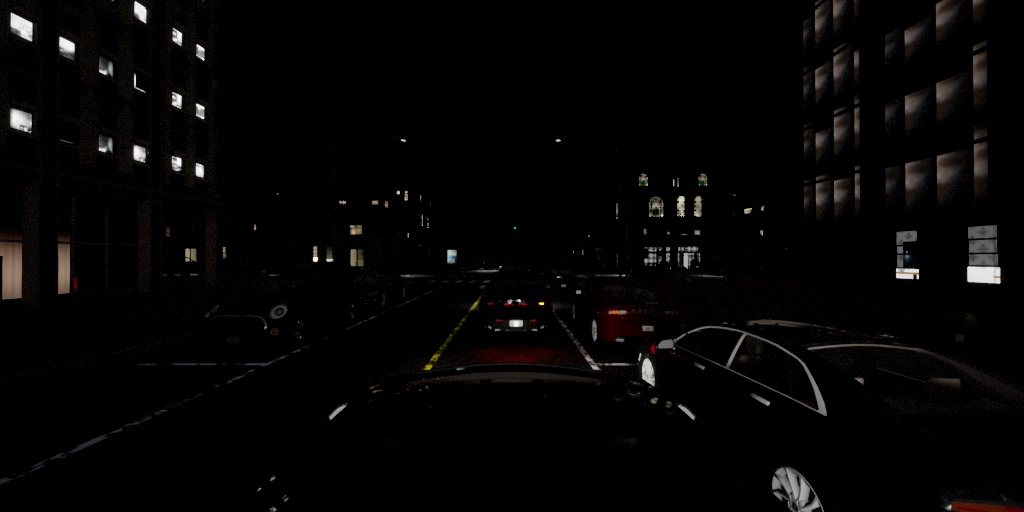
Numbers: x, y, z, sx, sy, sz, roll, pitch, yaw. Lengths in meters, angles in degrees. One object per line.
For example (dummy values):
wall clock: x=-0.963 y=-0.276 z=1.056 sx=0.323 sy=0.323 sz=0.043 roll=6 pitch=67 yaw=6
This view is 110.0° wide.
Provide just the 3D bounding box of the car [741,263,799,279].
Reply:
car: x=23.599 y=1.433 z=32.335 sx=4.207 sy=1.307 sz=1.802 roll=0 pitch=0 yaw=1

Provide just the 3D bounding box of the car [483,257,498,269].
car: x=-3.157 y=1.234 z=53.760 sx=1.882 sy=1.535 sz=5.008 roll=0 pitch=0 yaw=1

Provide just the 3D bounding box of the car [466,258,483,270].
car: x=-5.763 y=1.338 z=53.084 sx=1.802 sy=1.307 sz=4.207 roll=0 pitch=0 yaw=0

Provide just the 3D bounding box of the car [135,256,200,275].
car: x=-30.996 y=0.917 z=33.133 sx=5.009 sy=1.841 sz=2.192 roll=0 pitch=0 yaw=1

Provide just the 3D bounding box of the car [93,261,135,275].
car: x=-36.533 y=1.130 z=33.210 sx=4.403 sy=1.370 sz=2.007 roll=0 pitch=0 yaw=1

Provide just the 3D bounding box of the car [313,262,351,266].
car: x=-16.617 y=1.279 z=35.525 sx=4.718 sy=1.301 sz=1.895 roll=0 pitch=0 yaw=1

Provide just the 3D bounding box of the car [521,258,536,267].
car: x=2.618 y=1.322 z=53.083 sx=1.948 sy=1.339 sz=4.313 roll=0 pitch=0 yaw=0

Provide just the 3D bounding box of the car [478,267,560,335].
car: x=0.088 y=1.257 z=10.475 sx=1.837 sy=1.490 sz=4.892 roll=0 pitch=0 yaw=0

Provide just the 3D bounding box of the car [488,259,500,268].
car: x=-3.153 y=1.263 z=63.170 sx=1.837 sy=1.490 sz=4.892 roll=0 pitch=0 yaw=0

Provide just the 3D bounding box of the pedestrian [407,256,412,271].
pedestrian: x=-12.612 y=0.885 z=44.208 sx=0.375 sy=1.860 sz=0.375 roll=0 pitch=-1 yaw=1

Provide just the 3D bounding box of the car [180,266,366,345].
car: x=-5.700 y=1.190 z=9.313 sx=1.967 sy=1.591 sz=4.097 roll=0 pitch=0 yaw=0

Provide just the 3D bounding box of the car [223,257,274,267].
car: x=-26.906 y=0.986 z=35.672 sx=4.553 sy=1.767 sz=2.097 roll=0 pitch=0 yaw=1

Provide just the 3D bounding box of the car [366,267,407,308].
car: x=-5.709 y=1.302 z=15.006 sx=2.007 sy=1.370 sz=4.403 roll=0 pitch=0 yaw=0

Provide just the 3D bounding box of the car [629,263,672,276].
car: x=14.759 y=1.403 z=38.286 sx=4.181 sy=1.385 sz=1.994 roll=0 pitch=0 yaw=1

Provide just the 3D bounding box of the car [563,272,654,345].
car: x=2.680 y=1.296 z=9.308 sx=1.888 sy=1.381 sz=4.507 roll=0 pitch=0 yaw=0

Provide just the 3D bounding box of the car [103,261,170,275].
car: x=-37.435 y=1.191 z=35.825 sx=4.718 sy=1.301 sz=1.895 roll=0 pitch=0 yaw=1

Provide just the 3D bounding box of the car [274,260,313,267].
car: x=-25.510 y=1.197 z=41.438 sx=4.829 sy=1.417 sz=1.751 roll=0 pitch=0 yaw=1

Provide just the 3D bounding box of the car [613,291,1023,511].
car: x=2.688 y=1.301 z=3.617 sx=2.007 sy=1.370 sz=4.403 roll=0 pitch=0 yaw=0

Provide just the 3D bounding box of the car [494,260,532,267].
car: x=0.081 y=1.230 z=22.518 sx=1.882 sy=1.535 sz=5.008 roll=0 pitch=0 yaw=1

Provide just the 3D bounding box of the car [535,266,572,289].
car: x=2.664 y=1.302 z=20.692 sx=2.007 sy=1.370 sz=4.403 roll=0 pitch=0 yaw=0

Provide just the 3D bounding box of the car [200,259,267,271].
car: x=-25.459 y=1.177 z=33.056 sx=4.403 sy=1.370 sz=2.007 roll=0 pitch=0 yaw=1

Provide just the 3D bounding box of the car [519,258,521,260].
car: x=2.602 y=1.340 z=64.125 sx=1.802 sy=1.307 sz=4.207 roll=0 pitch=0 yaw=0

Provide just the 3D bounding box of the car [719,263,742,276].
car: x=24.574 y=1.413 z=38.153 sx=4.674 sy=1.442 sz=1.812 roll=0 pitch=0 yaw=1
